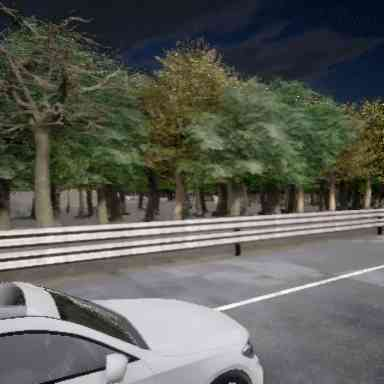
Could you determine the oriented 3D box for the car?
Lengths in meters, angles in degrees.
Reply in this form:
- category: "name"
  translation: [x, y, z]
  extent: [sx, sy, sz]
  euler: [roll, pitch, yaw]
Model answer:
- category: "car"
  translation: [-1.492, 1.524, 2.675]
  extent: [4.674, 1.442, 1.812]
  euler: [0, 0, -35]
